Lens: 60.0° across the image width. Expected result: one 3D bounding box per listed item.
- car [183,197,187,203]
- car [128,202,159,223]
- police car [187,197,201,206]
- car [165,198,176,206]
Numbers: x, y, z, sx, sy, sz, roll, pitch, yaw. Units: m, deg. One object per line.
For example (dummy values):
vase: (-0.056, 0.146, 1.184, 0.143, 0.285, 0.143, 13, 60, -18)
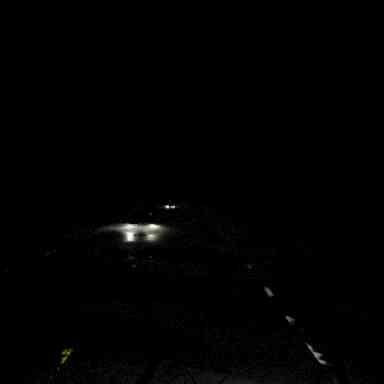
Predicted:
car: (-1.129, 1.991, 80.943, 2.128, 1.511, 4.902, 0, -1, -2)
car: (-3.731, 1.540, 26.161, 1.882, 1.535, 5.008, 0, 0, -1)
police car: (0.551, 1.824, 61.887, 1.930, 1.638, 5.238, 0, -1, -1)
car: (-4.307, 1.975, 67.469, 2.128, 1.511, 4.902, 0, -1, -1)
